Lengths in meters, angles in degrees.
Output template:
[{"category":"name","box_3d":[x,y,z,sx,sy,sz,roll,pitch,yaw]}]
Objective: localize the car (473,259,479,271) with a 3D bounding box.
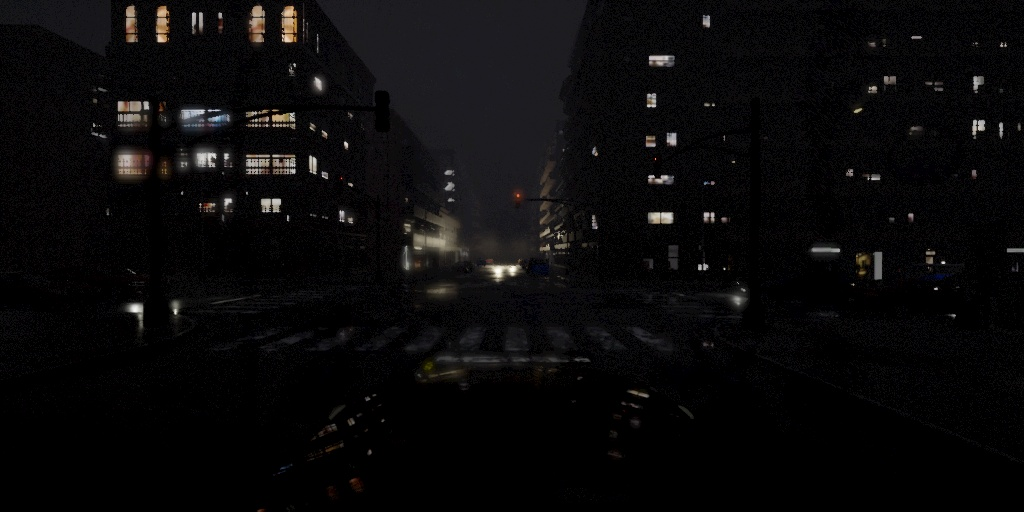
[{"category":"car","box_3d":[-5.895,1.352,47.012,1.948,1.339,4.313,0,0,0]}]

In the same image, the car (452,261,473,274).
[{"category":"car","box_3d":[-5.888,1.358,41.490,1.802,1.307,4.207,0,0,0]}]

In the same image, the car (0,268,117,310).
[{"category":"car","box_3d":[-17.756,1.215,13.212,4.207,1.307,1.802,0,0,0]}]

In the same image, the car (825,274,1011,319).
[{"category":"car","box_3d":[14.696,1.498,13.194,4.507,1.381,1.888,0,0,0]}]

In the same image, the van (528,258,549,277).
[{"category":"van","box_3d":[2.774,1.109,35.954,1.690,1.789,3.998,0,0,0]}]

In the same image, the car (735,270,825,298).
[{"category":"car","box_3d":[14.955,1.453,18.987,5.357,1.411,2.033,1,0,0]}]

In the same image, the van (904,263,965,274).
[{"category":"van","box_3d":[26.071,1.343,21.558,3.998,1.789,1.690,0,0,0]}]

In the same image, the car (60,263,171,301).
[{"category":"car","box_3d":[-18.007,1.086,15.794,5.008,1.535,1.882,1,0,0]}]

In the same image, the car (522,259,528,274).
[{"category":"car","box_3d":[2.679,1.091,41.451,2.192,1.841,5.009,0,0,0]}]

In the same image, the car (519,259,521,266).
[{"category":"car","box_3d":[2.615,1.252,58.012,1.967,1.591,4.097,0,0,0]}]

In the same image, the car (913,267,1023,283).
[{"category":"car","box_3d":[24.865,1.516,18.981,4.892,1.490,1.837,1,0,0]}]
